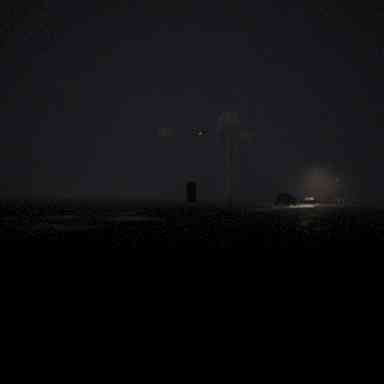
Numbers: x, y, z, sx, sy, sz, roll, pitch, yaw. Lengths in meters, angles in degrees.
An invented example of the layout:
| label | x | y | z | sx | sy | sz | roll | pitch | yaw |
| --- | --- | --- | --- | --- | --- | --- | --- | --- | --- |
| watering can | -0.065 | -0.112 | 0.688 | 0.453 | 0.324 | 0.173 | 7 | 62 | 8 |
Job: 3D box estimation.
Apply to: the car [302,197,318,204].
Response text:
| label | x | y | z | sx | sy | sz | roll | pitch | yaw |
| --- | --- | --- | --- | --- | --- | --- | --- | --- | --- |
| car | 23.026 | 1.713 | 64.889 | 1.895 | 1.301 | 4.718 | 2 | 1 | 36 |

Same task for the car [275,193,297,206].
| label | x | y | z | sx | sy | sz | roll | pitch | yaw |
| --- | --- | --- | --- | --- | --- | --- | --- | --- | --- |
| car | 15.318 | 1.235 | 54.121 | 2.150 | 2.045 | 5.566 | 2 | -1 | 36 |
